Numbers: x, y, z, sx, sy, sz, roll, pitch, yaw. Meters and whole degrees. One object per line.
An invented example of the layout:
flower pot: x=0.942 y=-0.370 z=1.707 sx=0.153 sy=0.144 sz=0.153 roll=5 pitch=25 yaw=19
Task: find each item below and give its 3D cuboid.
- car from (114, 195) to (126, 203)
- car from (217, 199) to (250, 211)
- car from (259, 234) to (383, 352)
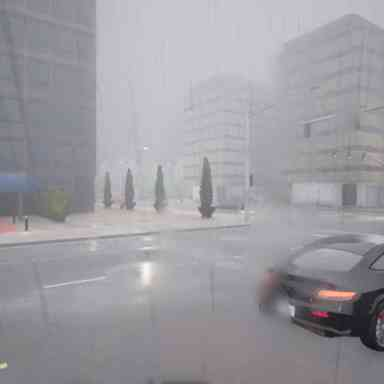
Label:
car: x=-14.151 y=1.343 z=67.353 sx=2.097 sy=1.767 sz=4.553 roll=0 pitch=0 yaw=-35
car: x=4.959 y=1.555 z=39.893 sx=1.994 sy=1.385 sz=4.181 roll=0 pitch=0 yaw=-35
car: x=3.247 y=1.524 z=6.136 sx=4.674 sy=1.442 sz=1.812 roll=0 pitch=0 yaw=-35
